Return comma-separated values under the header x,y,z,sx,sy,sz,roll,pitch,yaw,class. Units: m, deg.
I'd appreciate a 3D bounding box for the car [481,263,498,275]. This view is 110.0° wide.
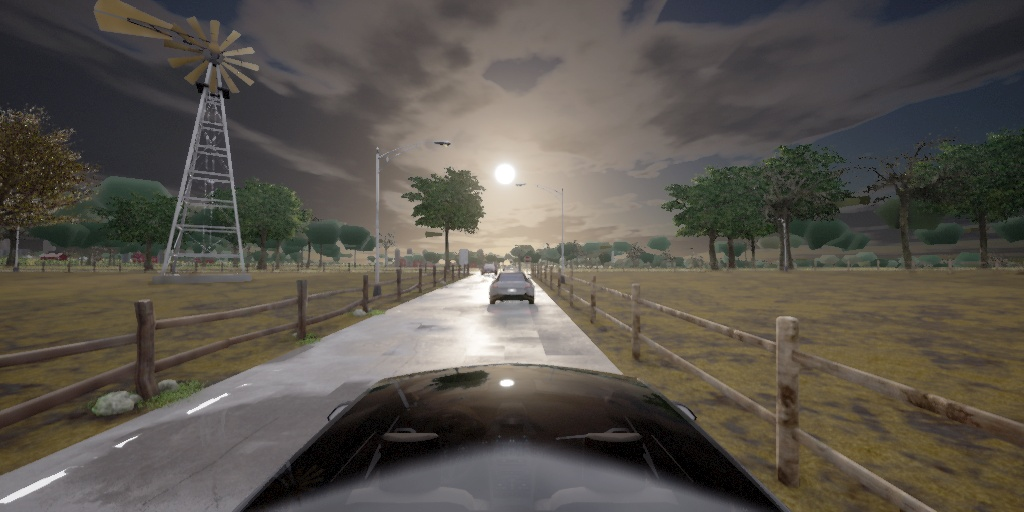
x,y,z,sx,sy,sz,roll,pitch,yaw,class
-2.750,1.642,44.524,1.812,1.442,4.674,0,-1,0,car

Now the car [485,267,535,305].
x,y,z,sx,sy,sz,roll,pitch,yaw,class
0.000,1.372,16.510,1.994,1.385,4.181,0,0,0,car
